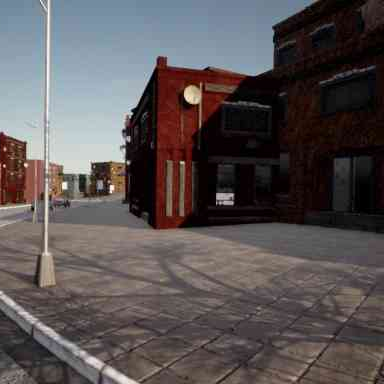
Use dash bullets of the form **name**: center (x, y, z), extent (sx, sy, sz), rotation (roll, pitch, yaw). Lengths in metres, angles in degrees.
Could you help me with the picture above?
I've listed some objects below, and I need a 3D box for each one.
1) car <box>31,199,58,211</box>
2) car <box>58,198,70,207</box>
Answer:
- **car**: center (-19.124, 1.697, 42.717), extent (1.994, 1.385, 4.181), rotation (1, 0, -9)
- **car**: center (-20.980, 1.710, 53.656), extent (1.812, 1.442, 4.674), rotation (1, 0, -9)
